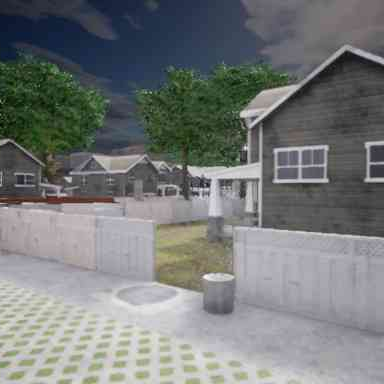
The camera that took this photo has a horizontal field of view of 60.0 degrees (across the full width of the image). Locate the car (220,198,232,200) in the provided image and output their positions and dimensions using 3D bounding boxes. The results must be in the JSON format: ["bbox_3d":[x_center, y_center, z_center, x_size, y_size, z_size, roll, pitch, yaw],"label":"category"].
[{"bbox_3d":[4.325,1.564,47.731,2.128,1.511,4.902,1,0,36],"label":"car"}]
